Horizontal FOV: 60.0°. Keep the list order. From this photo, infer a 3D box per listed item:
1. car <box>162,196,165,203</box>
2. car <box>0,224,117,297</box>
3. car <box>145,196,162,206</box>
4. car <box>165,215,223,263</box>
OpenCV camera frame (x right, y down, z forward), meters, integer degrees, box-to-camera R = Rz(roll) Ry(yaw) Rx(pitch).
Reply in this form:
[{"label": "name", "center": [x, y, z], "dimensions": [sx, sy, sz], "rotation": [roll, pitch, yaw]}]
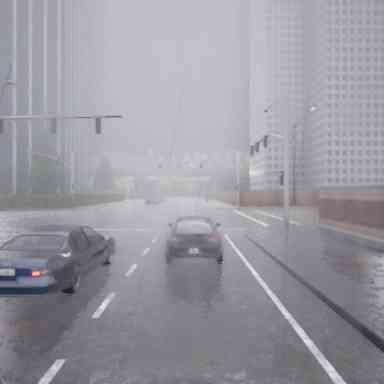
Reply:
[{"label": "car", "center": [-7.011, 1.659, 73.898], "dimensions": [2.033, 1.411, 5.357], "rotation": [0, 0, 0]}, {"label": "car", "center": [-3.443, 1.561, 8.751], "dimensions": [2.033, 1.411, 5.357], "rotation": [0, 0, 1]}, {"label": "car", "center": [-7.051, 1.447, 58.701], "dimensions": [2.097, 1.767, 4.553], "rotation": [0, 0, 1]}, {"label": "car", "center": [0.072, 1.545, 11.905], "dimensions": [1.812, 1.442, 4.674], "rotation": [0, 0, 0]}]
